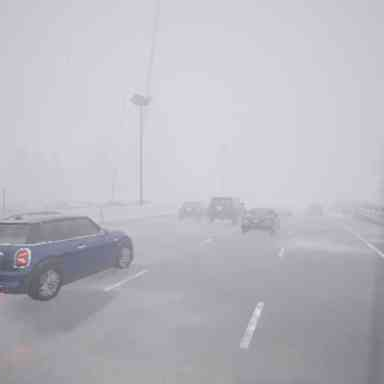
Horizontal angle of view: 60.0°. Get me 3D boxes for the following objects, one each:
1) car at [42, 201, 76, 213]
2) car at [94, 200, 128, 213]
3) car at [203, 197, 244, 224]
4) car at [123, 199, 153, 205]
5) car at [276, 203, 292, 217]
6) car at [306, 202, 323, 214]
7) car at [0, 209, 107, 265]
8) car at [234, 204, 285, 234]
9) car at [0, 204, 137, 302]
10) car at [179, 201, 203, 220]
[{"bbox_3d":[-17.440,1.912,43.820,1.994,1.385,4.181,0,-1,19],"label":"car"},{"bbox_3d":[-10.326,1.851,42.977,1.882,1.535,5.008,0,-1,19],"label":"car"},{"bbox_3d":[2.908,1.416,27.047,2.150,2.045,5.566,0,-1,19],"label":"car"},{"bbox_3d":[-6.694,1.742,42.770,2.097,1.767,4.553,0,-1,19],"label":"car"},{"bbox_3d":[9.983,1.914,36.926,1.812,1.442,4.674,0,-1,19],"label":"car"},{"bbox_3d":[15.444,1.980,42.046,1.882,1.535,5.008,0,-1,19],"label":"car"},{"bbox_3d":[-5.617,1.517,12.947,2.128,1.511,4.902,0,0,19],"label":"car"},{"bbox_3d":[4.247,1.660,20.149,2.033,1.411,5.357,0,-1,19],"label":"car"},{"bbox_3d":[-3.379,1.363,8.681,2.097,1.767,4.553,0,0,19],"label":"car"},{"bbox_3d":[0.444,1.587,30.651,2.097,1.767,4.553,0,-1,19],"label":"car"}]
